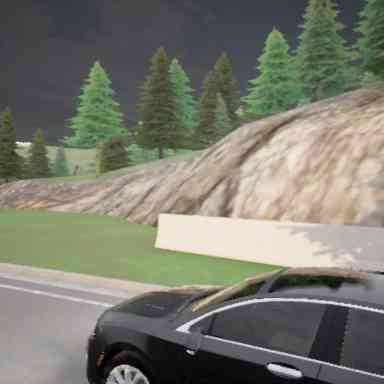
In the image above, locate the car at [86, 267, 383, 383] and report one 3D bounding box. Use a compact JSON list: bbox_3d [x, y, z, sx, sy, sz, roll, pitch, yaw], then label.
[{"bbox_3d":[1.144,1.491,3.062,4.892,1.490,1.837,1,-1,32],"label":"car"}]
